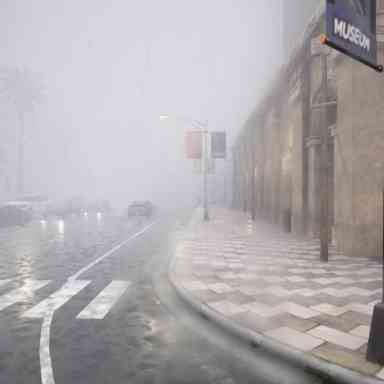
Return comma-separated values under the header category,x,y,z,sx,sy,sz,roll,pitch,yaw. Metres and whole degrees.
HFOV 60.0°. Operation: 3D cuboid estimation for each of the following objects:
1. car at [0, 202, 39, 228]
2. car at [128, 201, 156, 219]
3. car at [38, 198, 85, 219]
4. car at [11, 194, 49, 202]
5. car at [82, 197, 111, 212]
category,x,y,z,sx,sy,sz,roll,pitch,yaw
car,-11.705,1.547,20.044,2.033,1.411,5.357,0,0,1
car,-4.320,1.503,29.215,2.128,1.511,4.902,0,0,2
car,-11.409,1.526,29.468,1.812,1.442,4.674,0,0,2
car,-14.885,1.221,30.332,2.150,2.045,5.566,0,0,2
car,-11.033,1.526,39.350,1.812,1.442,4.674,0,0,2
